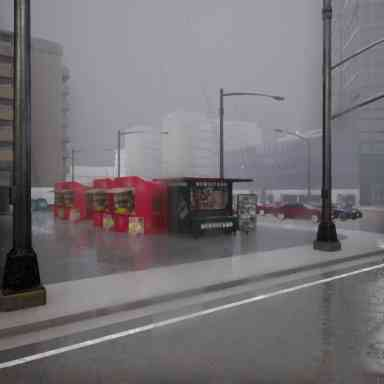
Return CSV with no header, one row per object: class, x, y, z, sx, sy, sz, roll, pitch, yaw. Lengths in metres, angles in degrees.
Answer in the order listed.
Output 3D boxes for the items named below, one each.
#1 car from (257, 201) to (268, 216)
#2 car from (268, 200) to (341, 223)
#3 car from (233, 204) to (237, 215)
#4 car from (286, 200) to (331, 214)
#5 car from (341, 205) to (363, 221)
car,6.910,1.689,35.657,1.882,1.535,5.008,0,-1,-36
car,8.956,1.589,26.835,1.882,1.535,5.008,0,-1,-38
car,3.506,1.750,34.394,1.812,1.442,4.674,0,-1,-36
car,13.512,1.720,38.816,1.812,1.442,4.674,0,-1,-36
car,12.183,1.672,28.378,1.994,1.385,4.181,0,-1,-35
